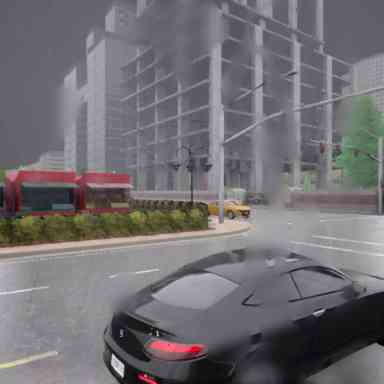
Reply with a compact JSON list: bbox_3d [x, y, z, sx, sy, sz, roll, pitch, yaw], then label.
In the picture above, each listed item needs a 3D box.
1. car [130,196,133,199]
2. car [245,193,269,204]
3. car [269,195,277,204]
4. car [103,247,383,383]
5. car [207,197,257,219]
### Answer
[{"bbox_3d":[-8.722,1.297,44.323,2.097,1.767,4.553,0,0,-36],"label":"car"},{"bbox_3d":[10.840,1.114,57.680,1.905,1.878,3.866,0,0,-36],"label":"car"},{"bbox_3d":[13.228,1.114,59.396,1.905,1.878,3.866,0,0,-36],"label":"car"},{"bbox_3d":[1.147,1.526,4.605,4.674,1.442,1.812,0,0,-35],"label":"car"},{"bbox_3d":[2.859,1.422,28.401,1.882,1.535,5.008,0,0,-36],"label":"car"}]
